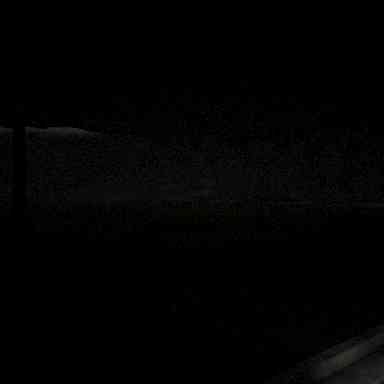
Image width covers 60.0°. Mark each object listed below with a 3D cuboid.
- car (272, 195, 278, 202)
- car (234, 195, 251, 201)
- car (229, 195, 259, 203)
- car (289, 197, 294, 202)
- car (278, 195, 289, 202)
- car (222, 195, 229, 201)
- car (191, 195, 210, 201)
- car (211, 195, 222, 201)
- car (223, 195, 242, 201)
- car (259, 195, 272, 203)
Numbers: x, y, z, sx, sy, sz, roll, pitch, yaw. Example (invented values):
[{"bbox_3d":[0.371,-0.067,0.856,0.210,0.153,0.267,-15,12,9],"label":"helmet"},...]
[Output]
[{"bbox_3d":[15.386,1.491,71.570,1.837,1.490,4.892,0,0,-35],"label":"car"},{"bbox_3d":[13.144,1.493,86.928,1.994,1.385,4.181,0,0,-35],"label":"car"},{"bbox_3d":[10.338,1.483,66.579,1.882,1.535,5.008,0,0,-35],"label":"car"},{"bbox_3d":[20.886,1.585,75.917,1.895,1.301,4.718,0,0,-35],"label":"car"},{"bbox_3d":[18.260,1.489,73.566,1.837,1.490,4.892,0,0,-35],"label":"car"},{"bbox_3d":[7.417,1.443,82.902,1.837,1.490,4.892,0,0,-35],"label":"car"},{"bbox_3d":[1.691,1.446,78.876,1.837,1.490,4.892,0,0,-35],"label":"car"},{"bbox_3d":[4.537,1.541,80.914,1.895,1.301,4.718,0,0,-35],"label":"car"},{"bbox_3d":[10.281,1.441,84.915,1.837,1.490,4.892,0,0,-35],"label":"car"},{"bbox_3d":[13.406,1.512,68.301,1.837,1.490,4.892,0,0,-35],"label":"car"}]
